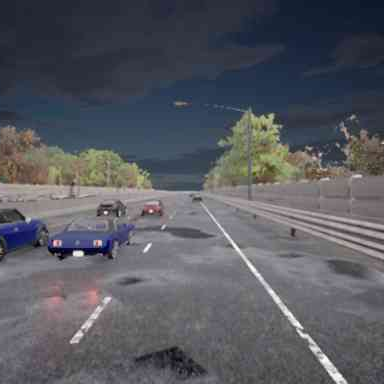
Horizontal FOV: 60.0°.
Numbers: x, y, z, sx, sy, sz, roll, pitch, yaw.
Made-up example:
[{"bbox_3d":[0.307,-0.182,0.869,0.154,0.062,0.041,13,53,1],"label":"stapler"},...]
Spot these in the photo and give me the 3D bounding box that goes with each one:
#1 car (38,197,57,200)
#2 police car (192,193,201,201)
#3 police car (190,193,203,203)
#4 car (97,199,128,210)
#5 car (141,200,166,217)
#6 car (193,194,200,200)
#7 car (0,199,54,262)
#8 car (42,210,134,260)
[{"bbox_3d":[-17.580,1.323,39.865,1.882,1.535,5.008,0,0,0],"label":"car"},{"bbox_3d":[1.057,1.145,73.615,1.930,1.638,5.238,0,0,0],"label":"police car"},{"bbox_3d":[1.056,1.181,63.615,1.930,1.638,5.238,0,0,0],"label":"police car"},{"bbox_3d":[-6.897,1.391,29.027,1.837,1.490,4.892,0,0,0],"label":"car"},{"bbox_3d":[-3.410,1.408,29.968,1.812,1.442,4.674,0,0,0],"label":"car"},{"bbox_3d":[1.057,1.224,79.506,1.812,1.442,4.674,0,0,0],"label":"car"},{"bbox_3d":[-6.899,1.306,11.684,2.097,1.767,4.553,0,0,0],"label":"car"},{"bbox_3d":[-3.398,1.553,12.174,1.895,1.301,4.718,0,0,0],"label":"car"}]
